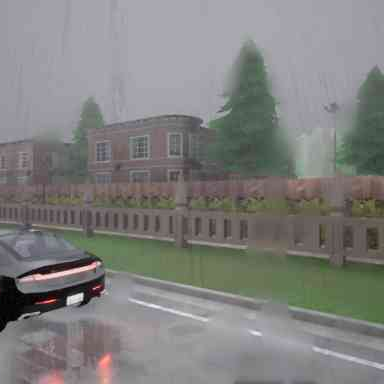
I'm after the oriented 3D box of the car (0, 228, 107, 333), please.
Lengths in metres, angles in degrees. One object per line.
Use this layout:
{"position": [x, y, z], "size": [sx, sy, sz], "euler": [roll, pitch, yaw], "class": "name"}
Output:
{"position": [-3.836, 1.491, 6.710], "size": [4.902, 1.511, 2.128], "euler": [0, 0, 35], "class": "car"}
